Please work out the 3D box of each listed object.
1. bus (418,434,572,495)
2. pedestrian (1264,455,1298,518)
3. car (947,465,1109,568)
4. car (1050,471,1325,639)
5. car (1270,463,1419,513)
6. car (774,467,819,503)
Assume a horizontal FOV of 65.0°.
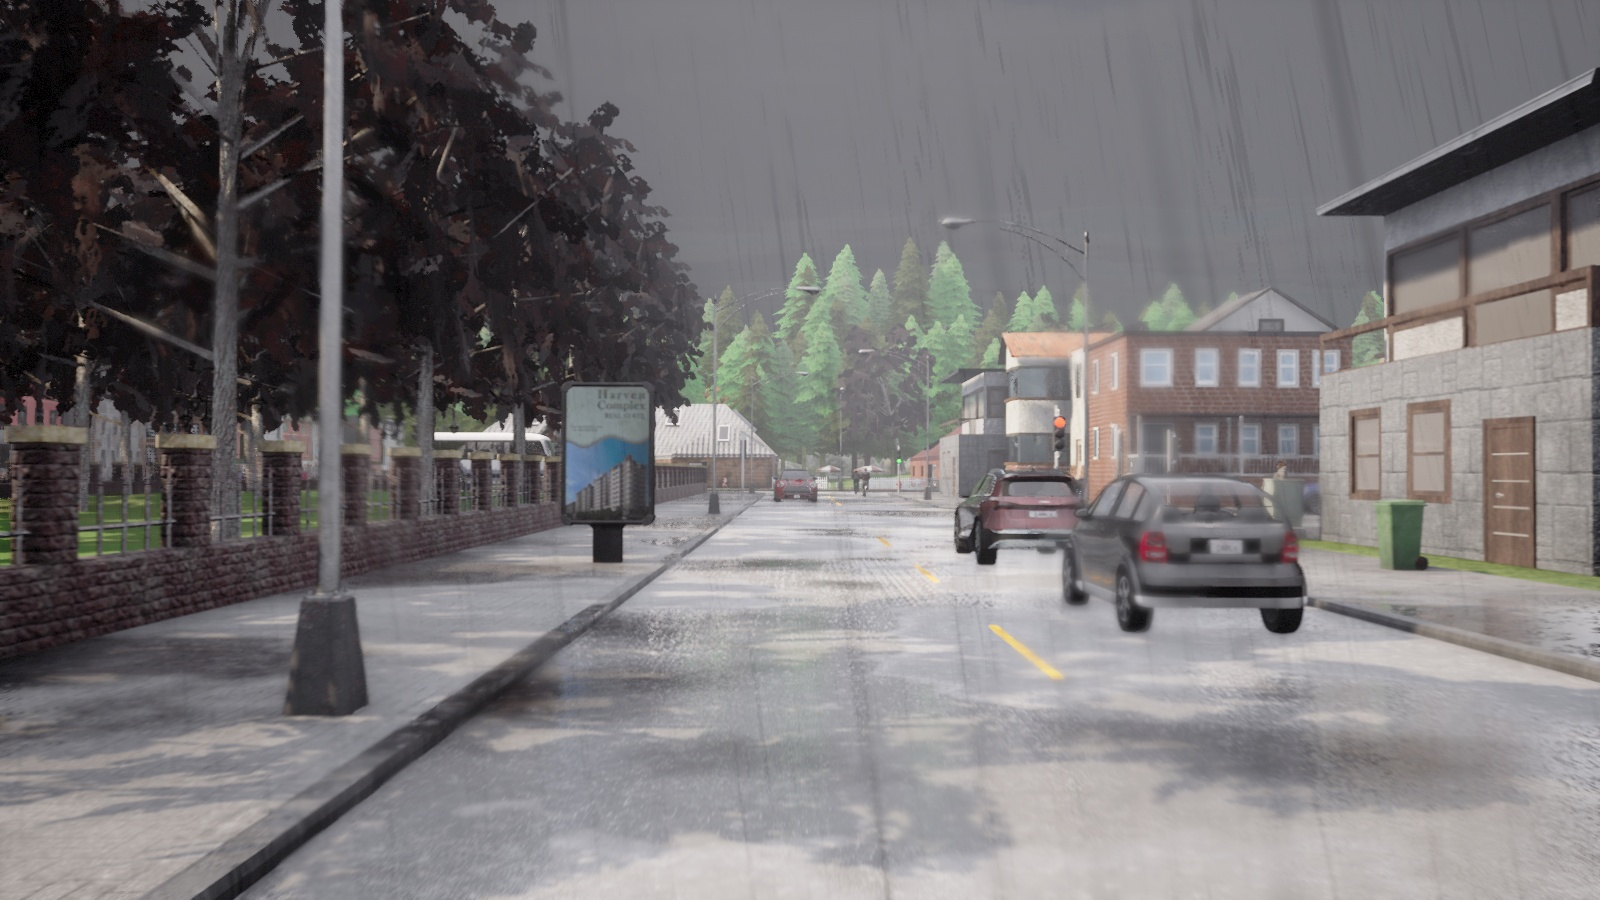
[{"bbox_3d":[-22.060,1.061,91.235,10.273,4.253,3.944,0,-1,-1],"label":"bus"},{"bbox_3d":[15.071,1.126,39.348,0.873,1.952,0.659,-1,-1,30],"label":"pedestrian"},{"bbox_3d":[3.942,1.109,22.565,2.033,1.649,4.856,0,-1,0],"label":"car"},{"bbox_3d":[3.967,1.005,13.508,1.789,1.549,3.705,0,-1,0],"label":"car"},{"bbox_3d":[19.947,1.370,46.149,4.553,1.767,2.097,0,-1,0],"label":"car"},{"bbox_3d":[-0.236,1.754,64.195,2.097,1.767,4.553,0,-1,-3],"label":"car"}]
